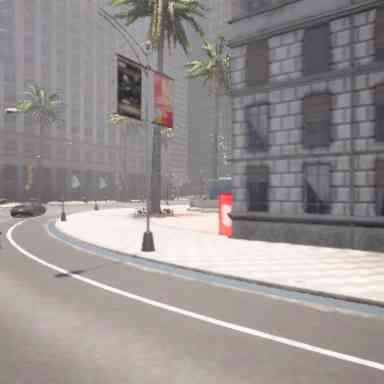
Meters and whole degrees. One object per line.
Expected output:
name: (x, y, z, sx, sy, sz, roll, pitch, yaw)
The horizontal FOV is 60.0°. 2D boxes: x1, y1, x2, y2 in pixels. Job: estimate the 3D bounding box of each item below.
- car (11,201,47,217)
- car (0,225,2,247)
car: (-15.504, 1.590, 31.849, 1.994, 1.385, 4.181, 0, 0, -5)
car: (-9.470, 1.490, 14.384, 1.882, 1.535, 5.008, 0, 0, -34)
